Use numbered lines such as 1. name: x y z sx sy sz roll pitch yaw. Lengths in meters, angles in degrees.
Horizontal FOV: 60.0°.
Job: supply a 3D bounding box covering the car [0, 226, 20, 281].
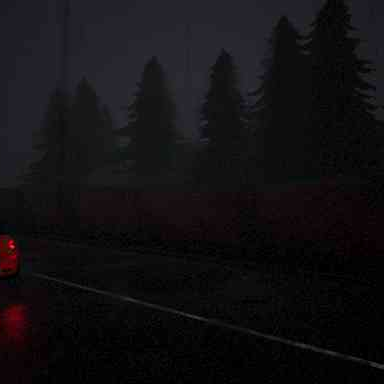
1. car: -6.495 1.351 8.624 4.553 1.767 2.097 0 0 36
